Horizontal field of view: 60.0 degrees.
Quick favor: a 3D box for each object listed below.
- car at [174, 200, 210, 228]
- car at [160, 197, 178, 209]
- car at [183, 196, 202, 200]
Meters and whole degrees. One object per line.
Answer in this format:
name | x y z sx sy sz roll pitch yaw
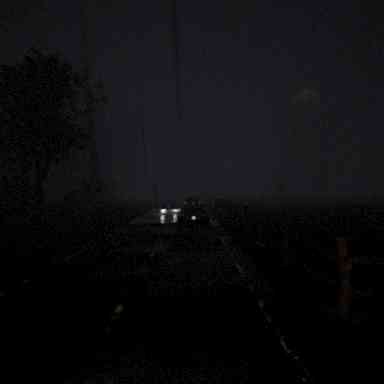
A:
car | 0.099 1.474 21.579 1.994 1.385 4.181 0 0 0
car | -2.798 1.359 42.044 1.812 1.442 4.674 0 0 0
car | 0.102 1.201 37.803 2.097 1.767 4.553 0 0 0
